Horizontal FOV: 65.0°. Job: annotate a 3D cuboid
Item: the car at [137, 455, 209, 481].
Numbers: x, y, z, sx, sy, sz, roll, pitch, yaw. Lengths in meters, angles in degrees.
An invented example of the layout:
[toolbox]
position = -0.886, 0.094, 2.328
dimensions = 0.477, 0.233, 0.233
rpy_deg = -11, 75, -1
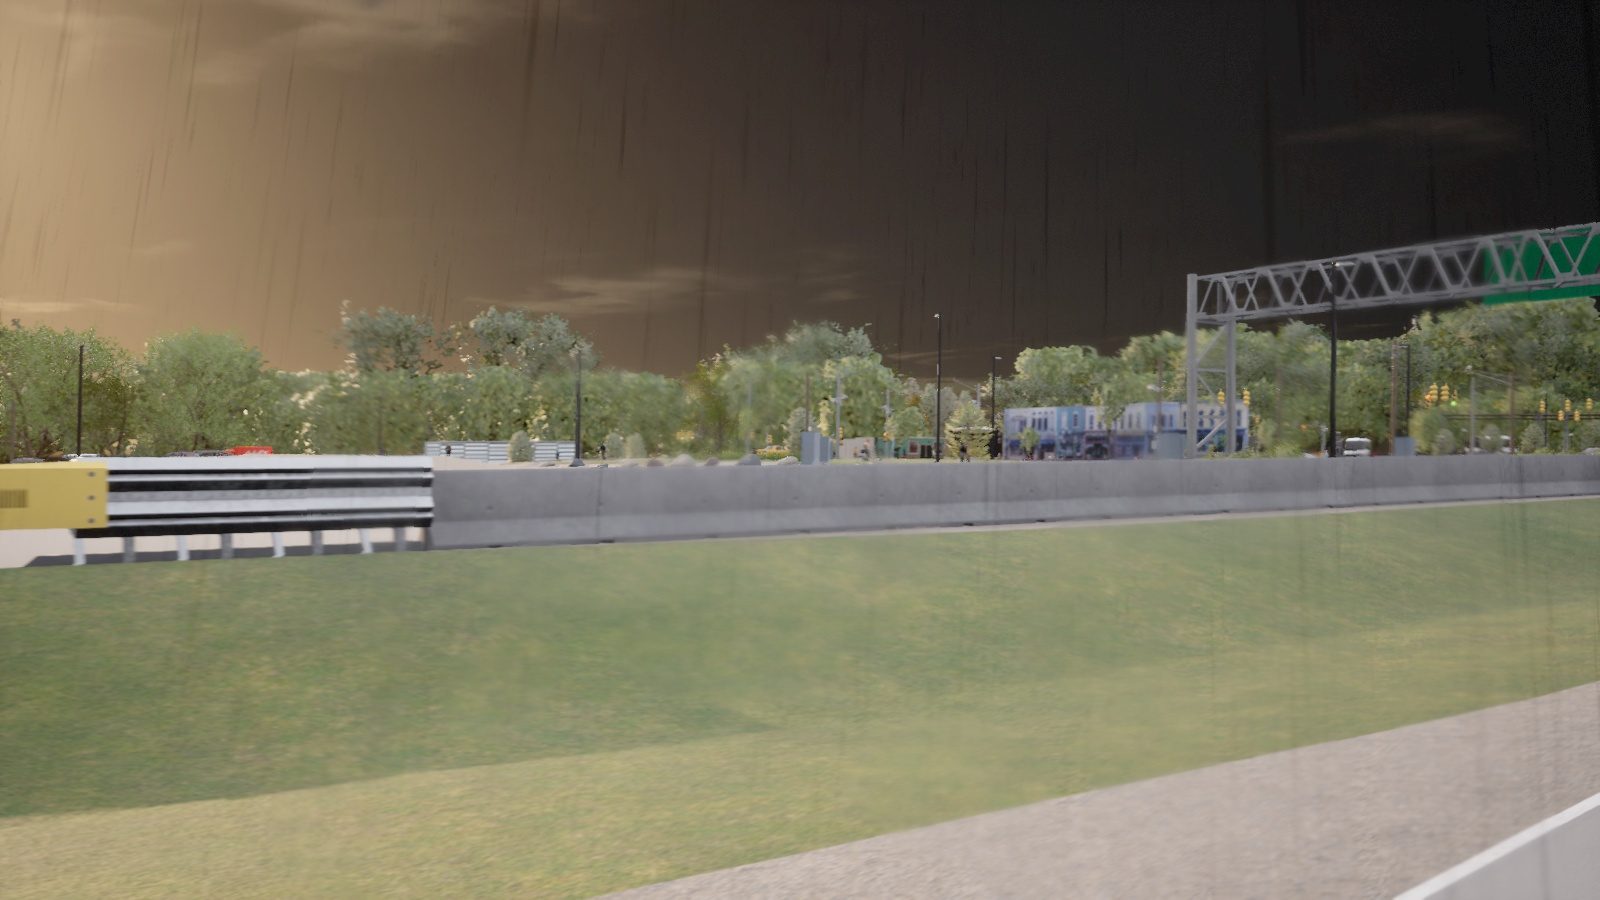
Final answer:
[car]
position = -38.897, 1.101, 77.955
dimensions = 3.633, 1.501, 1.845
rpy_deg = -2, 0, -13
